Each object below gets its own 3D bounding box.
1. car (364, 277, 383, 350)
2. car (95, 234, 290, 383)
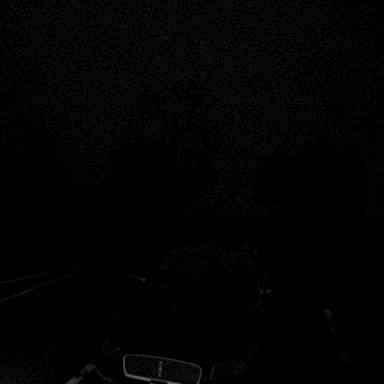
[{"bbox_3d":[3.121,1.487,3.269,2.231,1.521,4.892,0,-1,15],"label":"car"},{"bbox_3d":[0.365,1.485,5.249,2.231,1.521,4.892,1,-1,16],"label":"car"}]
